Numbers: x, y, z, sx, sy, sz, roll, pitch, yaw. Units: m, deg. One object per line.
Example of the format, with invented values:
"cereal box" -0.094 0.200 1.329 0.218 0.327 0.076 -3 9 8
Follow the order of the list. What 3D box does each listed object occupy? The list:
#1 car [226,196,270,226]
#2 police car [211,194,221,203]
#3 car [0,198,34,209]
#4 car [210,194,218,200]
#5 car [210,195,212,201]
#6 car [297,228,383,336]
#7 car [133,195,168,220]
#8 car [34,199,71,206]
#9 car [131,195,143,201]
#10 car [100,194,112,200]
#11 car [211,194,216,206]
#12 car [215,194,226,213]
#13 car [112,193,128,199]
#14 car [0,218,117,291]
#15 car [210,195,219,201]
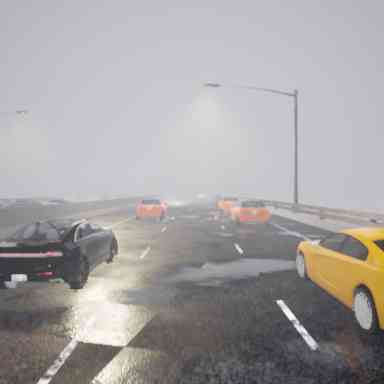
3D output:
"car" 3.781 1.264 22.443 2.097 1.767 4.553 0 0 -1
"police car" 4.904 1.251 68.016 1.930 1.638 5.238 0 0 2
"car" -17.223 1.356 33.920 1.882 1.535 5.008 0 0 1
"car" 5.920 1.383 89.728 2.033 1.411 5.357 0 0 3
"car" 4.495 1.341 57.021 2.163 1.488 4.792 0 0 2
"car" 3.627 1.449 6.644 1.882 1.535 5.008 0 0 0
"car" -3.156 1.250 26.955 2.097 1.767 4.553 0 0 1
"car" -13.726 1.405 33.809 1.812 1.442 4.674 0 0 1
"car" -12.319 1.319 74.936 1.895 1.301 4.718 0 0 2
"car" -19.310 1.201 75.281 1.882 1.535 5.008 0 0 2
"car" 4.157 1.359 46.103 2.163 1.488 4.792 0 0 2
"car" 3.889 1.229 35.124 2.097 1.767 4.553 0 0 1
"car" -15.812 1.079 75.153 2.097 1.767 4.553 0 0 2
"car" -3.362 1.452 8.917 2.128 1.511 4.902 0 0 0
"car" 5.375 1.388 78.819 1.994 1.385 4.181 0 0 3
